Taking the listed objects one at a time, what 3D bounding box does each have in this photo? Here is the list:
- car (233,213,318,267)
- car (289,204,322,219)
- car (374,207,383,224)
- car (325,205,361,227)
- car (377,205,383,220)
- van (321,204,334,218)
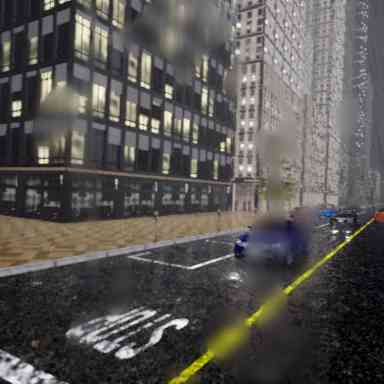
[{"bbox_3d":[3.204,1.719,12.567,1.812,1.442,4.674,3,0,31],"label":"car"},{"bbox_3d":[8.990,1.957,27.133,1.967,1.590,4.097,2,-1,31],"label":"car"},{"bbox_3d":[20.181,2.417,34.492,2.097,1.767,4.553,3,0,32],"label":"car"},{"bbox_3d":[13.717,2.239,29.884,2.128,1.511,4.902,3,0,32],"label":"car"},{"bbox_3d":[25.495,2.694,43.335,2.097,1.767,4.553,3,0,32],"label":"car"},{"bbox_3d":[14.834,2.165,36.782,1.690,1.788,3.998,2,-1,31],"label":"van"}]
